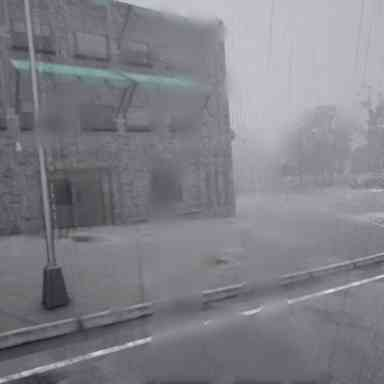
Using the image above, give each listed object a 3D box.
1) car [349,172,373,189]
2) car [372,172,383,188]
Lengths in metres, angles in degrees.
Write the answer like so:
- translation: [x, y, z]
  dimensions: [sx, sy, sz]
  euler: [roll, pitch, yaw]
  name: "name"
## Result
- translation: [23.091, -1.530, 43.527]
  dimensions: [5.566, 2.045, 2.150]
  euler: [-6, 3, -28]
  name: "car"
- translation: [25.703, -1.603, 41.316]
  dimensions: [5.566, 2.045, 2.150]
  euler: [-5, 2, -23]
  name: "car"
